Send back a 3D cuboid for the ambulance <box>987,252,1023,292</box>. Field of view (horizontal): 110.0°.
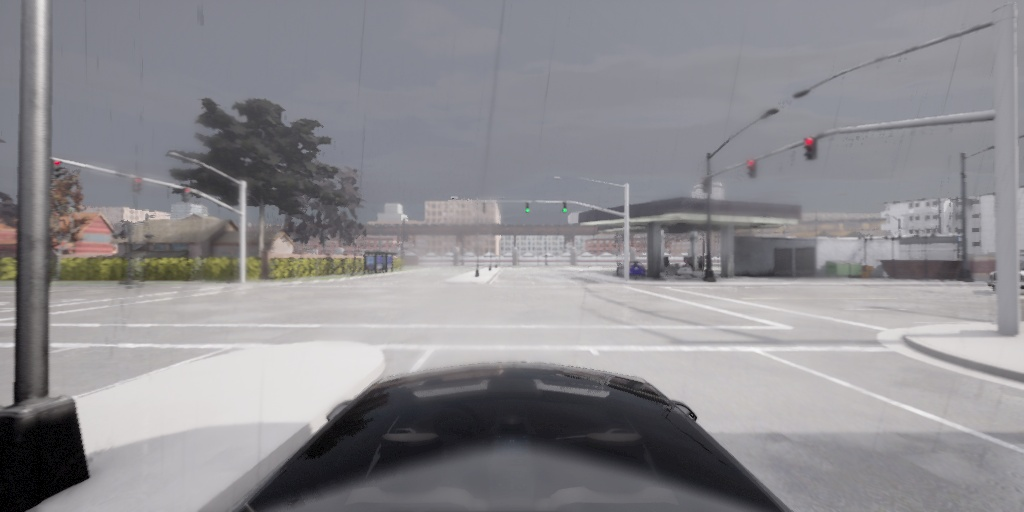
[{"bbox_3d":[30.929,0.949,20.188,6.366,2.431,2.351,0,-1,-1],"label":"ambulance"}]
